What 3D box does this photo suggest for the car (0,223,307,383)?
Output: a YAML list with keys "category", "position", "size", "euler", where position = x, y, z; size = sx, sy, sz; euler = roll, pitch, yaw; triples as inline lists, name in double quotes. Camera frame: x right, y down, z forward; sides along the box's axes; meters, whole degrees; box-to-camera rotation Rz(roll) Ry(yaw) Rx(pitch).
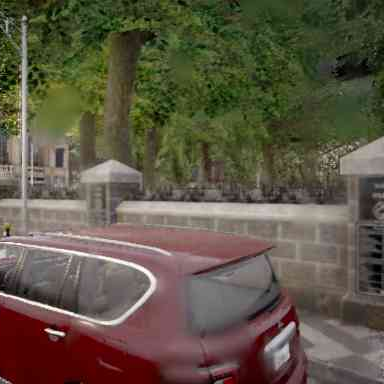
- category: "car"
  position: [-1.273, 1.308, 3.872]
  size: [5.009, 1.841, 2.192]
  euler: [0, 0, 35]
